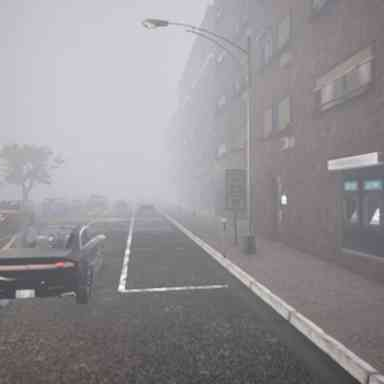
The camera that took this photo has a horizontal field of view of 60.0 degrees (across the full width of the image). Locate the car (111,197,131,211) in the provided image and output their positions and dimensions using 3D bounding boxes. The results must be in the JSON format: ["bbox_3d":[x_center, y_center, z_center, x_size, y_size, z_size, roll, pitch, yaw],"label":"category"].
[{"bbox_3d":[-8.643,1.579,41.292,1.812,1.442,4.674,0,0,-9],"label":"car"}]

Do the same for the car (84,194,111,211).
[{"bbox_3d":[-11.901,1.278,42.204,2.150,2.045,5.566,0,0,-9],"label":"car"}]

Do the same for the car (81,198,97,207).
[{"bbox_3d":[-16.470,1.646,53.391,1.802,1.307,4.206,0,0,-9],"label":"car"}]

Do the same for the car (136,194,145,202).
[{"bbox_3d":[-12.808,1.372,82.634,2.192,1.841,5.009,1,0,-9],"label":"car"}]

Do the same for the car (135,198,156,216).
[{"bbox_3d":[-4.521,1.594,32.494,2.008,1.369,4.403,0,0,-9],"label":"car"}]

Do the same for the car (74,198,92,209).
[{"bbox_3d":[-15.521,1.587,47.653,1.752,1.417,4.829,0,0,-9],"label":"car"}]

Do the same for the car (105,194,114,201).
[{"bbox_3d":[-22.915,1.374,92.387,2.192,1.841,5.009,1,0,-9],"label":"car"}]

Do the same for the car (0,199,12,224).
[{"bbox_3d":[-10.021,1.345,14.395,2.192,1.841,5.009,0,0,-9],"label":"car"}]

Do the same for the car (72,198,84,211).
[{"bbox_3d":[-14.628,1.641,42.250,1.802,1.307,4.206,0,0,-9],"label":"car"}]

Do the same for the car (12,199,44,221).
[{"bbox_3d":[-10.942,1.353,19.967,2.192,1.841,5.009,0,0,-9],"label":"car"}]

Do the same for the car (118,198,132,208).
[{"bbox_3d":[-10.315,1.659,51.157,1.895,1.301,4.718,0,0,-9],"label":"car"}]

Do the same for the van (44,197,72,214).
[{"bbox_3d":[-12.784,1.392,31.108,1.690,1.788,3.998,0,0,-9],"label":"van"}]

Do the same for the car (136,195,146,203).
[{"bbox_3d":[-10.967,1.499,71.493,1.967,1.590,4.097,0,0,-9],"label":"car"}]

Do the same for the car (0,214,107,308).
[{"bbox_3d":[-3.203,1.505,7.995,2.128,1.511,4.902,0,0,-9],"label":"car"}]

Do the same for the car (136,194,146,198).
[{"bbox_3d":[-10.047,1.499,65.923,1.967,1.590,4.097,0,0,-9],"label":"car"}]
